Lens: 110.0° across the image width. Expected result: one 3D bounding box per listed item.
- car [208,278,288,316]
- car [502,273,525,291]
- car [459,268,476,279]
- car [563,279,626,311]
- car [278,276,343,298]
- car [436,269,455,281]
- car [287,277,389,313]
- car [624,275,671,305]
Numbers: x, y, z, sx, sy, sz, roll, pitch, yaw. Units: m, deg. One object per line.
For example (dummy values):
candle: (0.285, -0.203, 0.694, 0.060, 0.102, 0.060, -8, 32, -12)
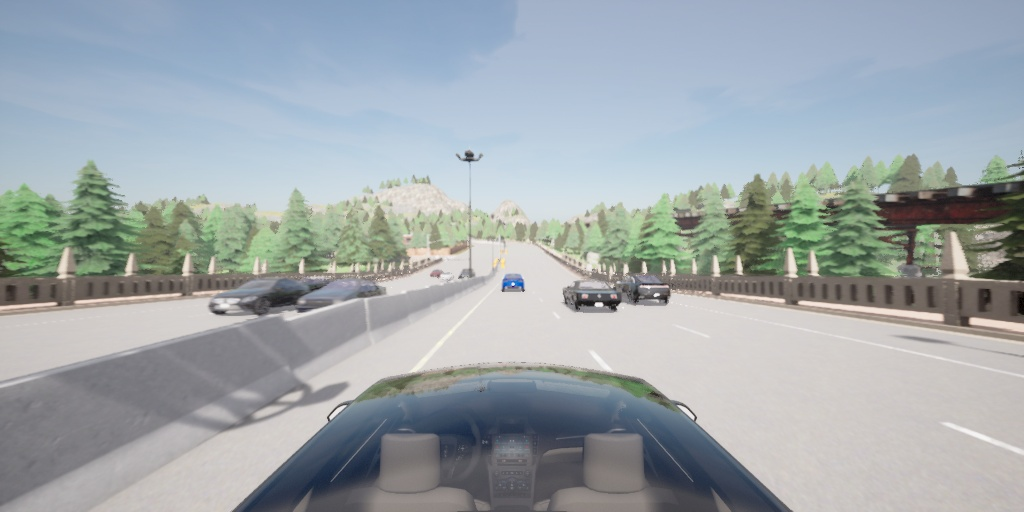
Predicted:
car: (-10.598, 1.672, 15.563, 1.812, 1.442, 4.674, 0, -2, 0)
car: (0.101, 2.292, 32.131, 1.882, 1.535, 5.008, 0, -2, 0)
car: (-7.039, 2.980, 57.399, 2.150, 2.045, 5.566, 0, -1, 1)
car: (3.600, 1.806, 17.037, 1.895, 1.301, 4.718, 0, -2, 0)
car: (-14.097, 2.146, 25.469, 1.895, 1.301, 4.718, 0, -2, 0)
car: (-10.538, 3.303, 58.524, 1.812, 1.442, 4.674, 0, -1, 1)
car: (-7.099, 1.703, 15.783, 2.033, 1.411, 5.357, 0, -2, 0)
car: (7.101, 1.819, 20.043, 2.128, 1.511, 4.902, 0, -2, 0)
